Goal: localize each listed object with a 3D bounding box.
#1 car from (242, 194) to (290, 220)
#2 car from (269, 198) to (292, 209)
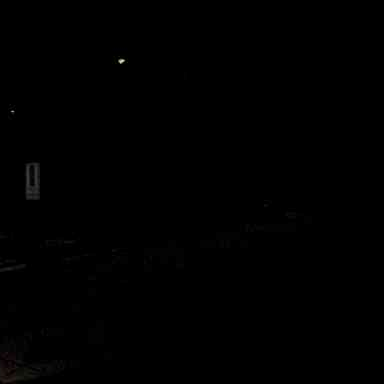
[{"bbox_3d":[6.283,1.208,28.278,2.150,2.045,5.566,-1,0,35],"label":"car"},{"bbox_3d":[13.083,1.614,49.095,1.812,1.442,4.674,-1,-1,35],"label":"car"}]
